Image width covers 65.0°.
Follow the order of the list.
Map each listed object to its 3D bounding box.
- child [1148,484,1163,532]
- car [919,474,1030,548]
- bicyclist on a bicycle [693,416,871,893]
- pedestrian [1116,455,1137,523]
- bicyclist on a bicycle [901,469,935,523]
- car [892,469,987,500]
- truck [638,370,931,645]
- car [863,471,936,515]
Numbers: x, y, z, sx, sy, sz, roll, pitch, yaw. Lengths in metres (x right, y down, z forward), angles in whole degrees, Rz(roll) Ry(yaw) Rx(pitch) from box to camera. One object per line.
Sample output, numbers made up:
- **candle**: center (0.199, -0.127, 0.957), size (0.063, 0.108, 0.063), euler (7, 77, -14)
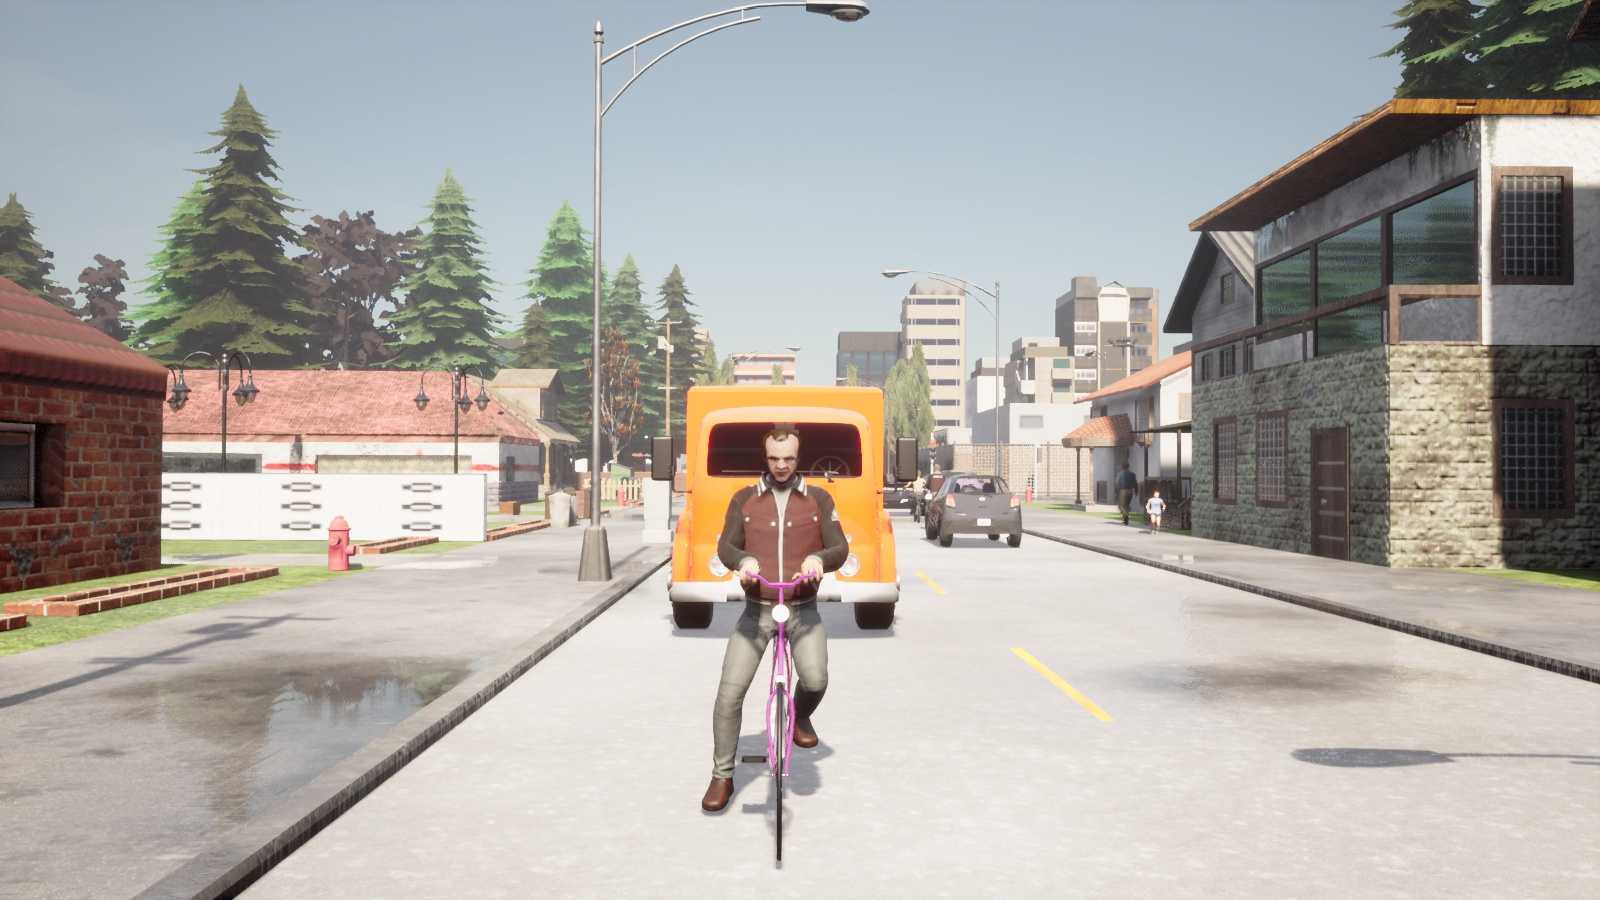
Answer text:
- **child**: center (8.331, 1.364, 29.405), size (0.255, 1.110, 0.394), euler (0, -1, 5)
- **car**: center (3.697, 1.267, 27.171), size (1.845, 1.501, 3.633), euler (0, -1, -1)
- **bicyclist on a bicycle**: center (-0.079, 0.780, 5.614), size (0.659, 1.776, 1.843), euler (0, -1, -1)
- **pedestrian**: center (8.979, 1.067, 34.543), size (0.370, 1.835, 0.726), euler (0, -1, -1)
- **bicyclist on a bicycle**: center (3.580, 1.378, 38.293), size (0.866, 1.612, 1.509), euler (0, -1, -1)
- **car**: center (7.603, 1.865, 68.714), size (4.856, 1.649, 2.033), euler (0, -1, -6)
- **truck**: center (-0.168, 0.562, 13.922), size (2.627, 2.467, 5.204), euler (0, -1, -1)
- **car**: center (3.519, 1.516, 45.323), size (2.128, 1.511, 4.902), euler (0, -1, -1)
